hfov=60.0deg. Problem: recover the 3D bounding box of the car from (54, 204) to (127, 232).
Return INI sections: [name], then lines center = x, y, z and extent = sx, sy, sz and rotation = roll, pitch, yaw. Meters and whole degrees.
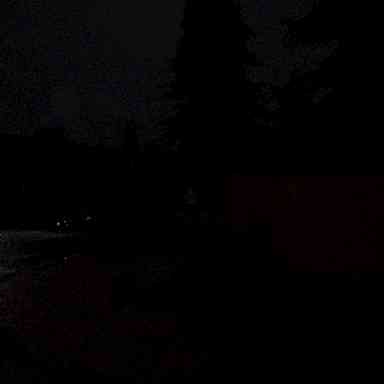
[car]
center = -6.224, 1.578, 21.054
extent = 1.837, 1.490, 4.892
rotation = 0, 0, 38
